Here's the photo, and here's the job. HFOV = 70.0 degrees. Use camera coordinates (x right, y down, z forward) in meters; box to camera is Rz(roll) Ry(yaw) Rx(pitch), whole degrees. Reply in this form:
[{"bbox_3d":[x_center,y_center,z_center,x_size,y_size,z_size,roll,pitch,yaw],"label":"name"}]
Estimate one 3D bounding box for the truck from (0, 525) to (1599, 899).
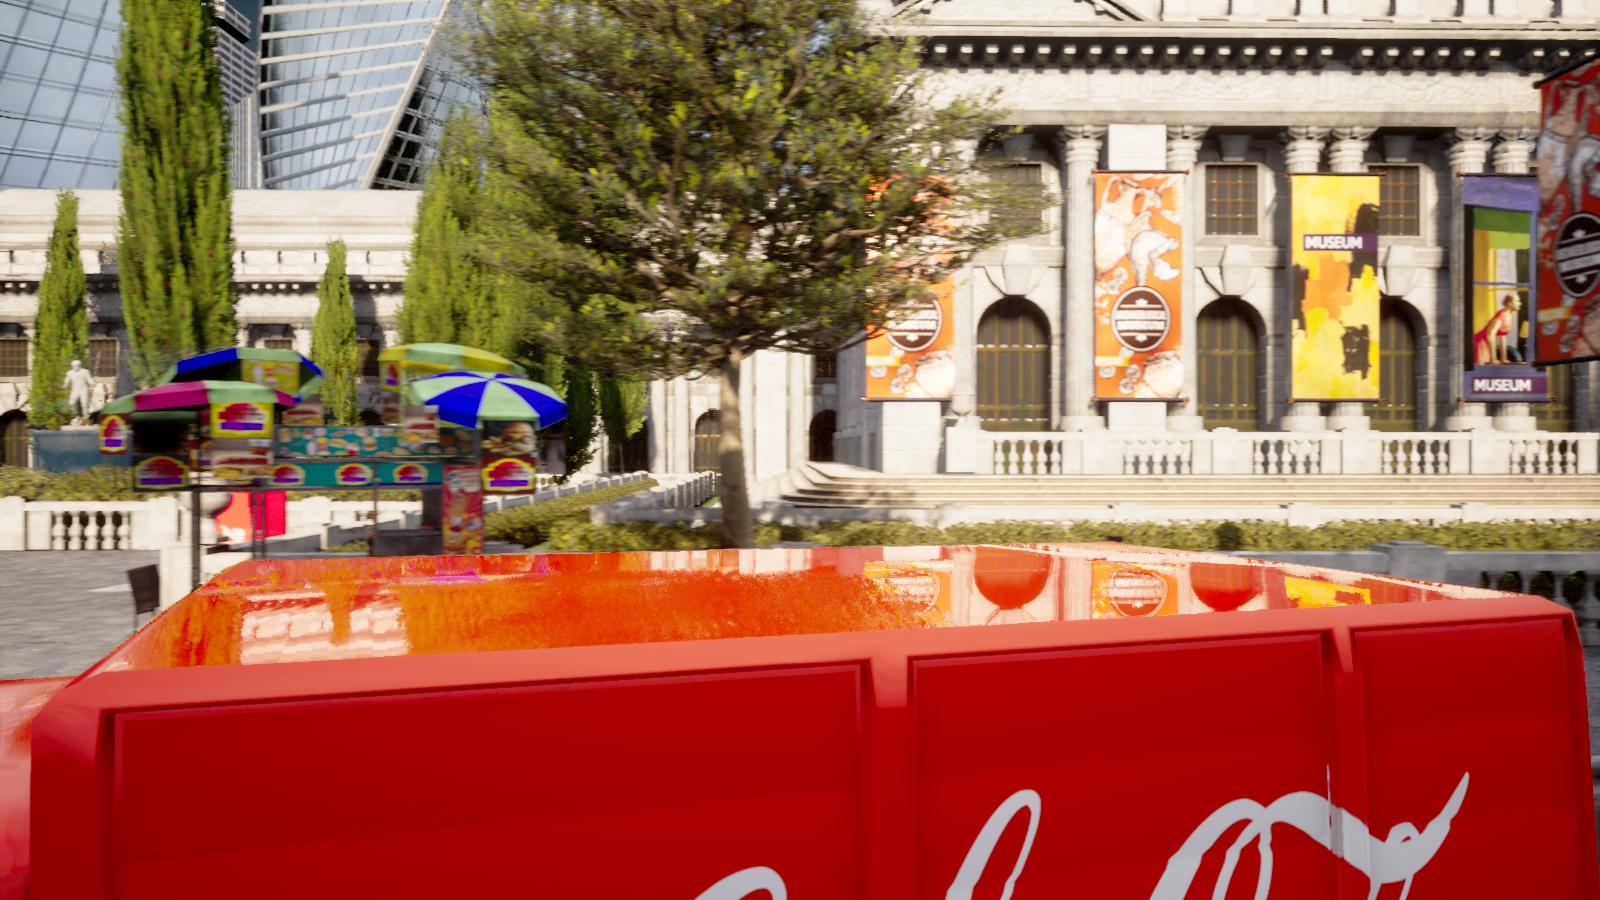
[{"bbox_3d":[-0.784,1.567,2.984,5.204,2.467,2.627,0,0,-20],"label":"truck"}]
